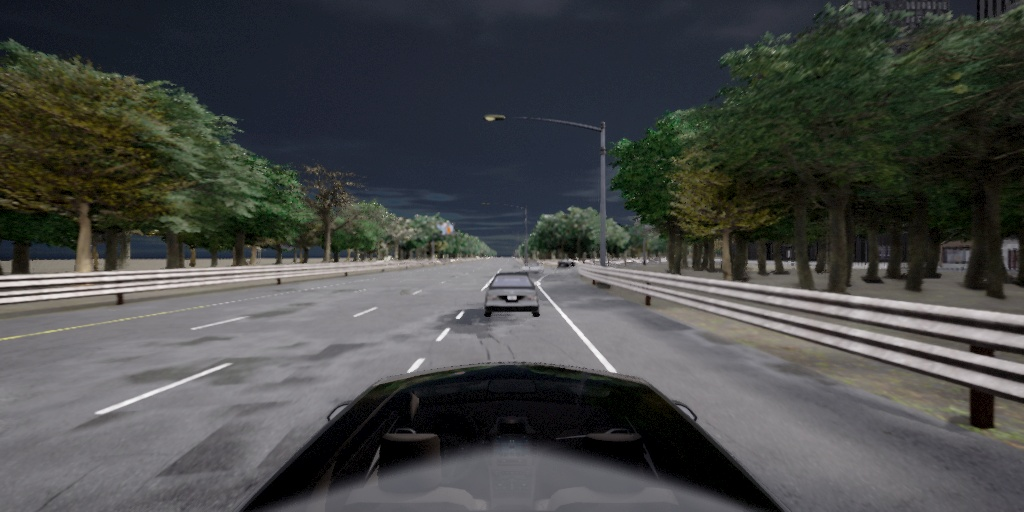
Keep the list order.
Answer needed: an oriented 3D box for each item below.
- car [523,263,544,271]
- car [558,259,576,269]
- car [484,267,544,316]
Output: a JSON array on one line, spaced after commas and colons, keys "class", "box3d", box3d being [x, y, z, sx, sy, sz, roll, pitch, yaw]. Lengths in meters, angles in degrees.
[{"class": "car", "box3d": [2.434, 1.384, 40.161, 1.895, 1.301, 4.718, 0, 0, 14]}, {"class": "car", "box3d": [8.929, 1.271, 57.878, 1.882, 1.535, 5.008, 0, 0, 26]}, {"class": "car", "box3d": [0.000, 1.307, 13.301, 2.033, 1.411, 5.357, 0, 0, 0]}]
